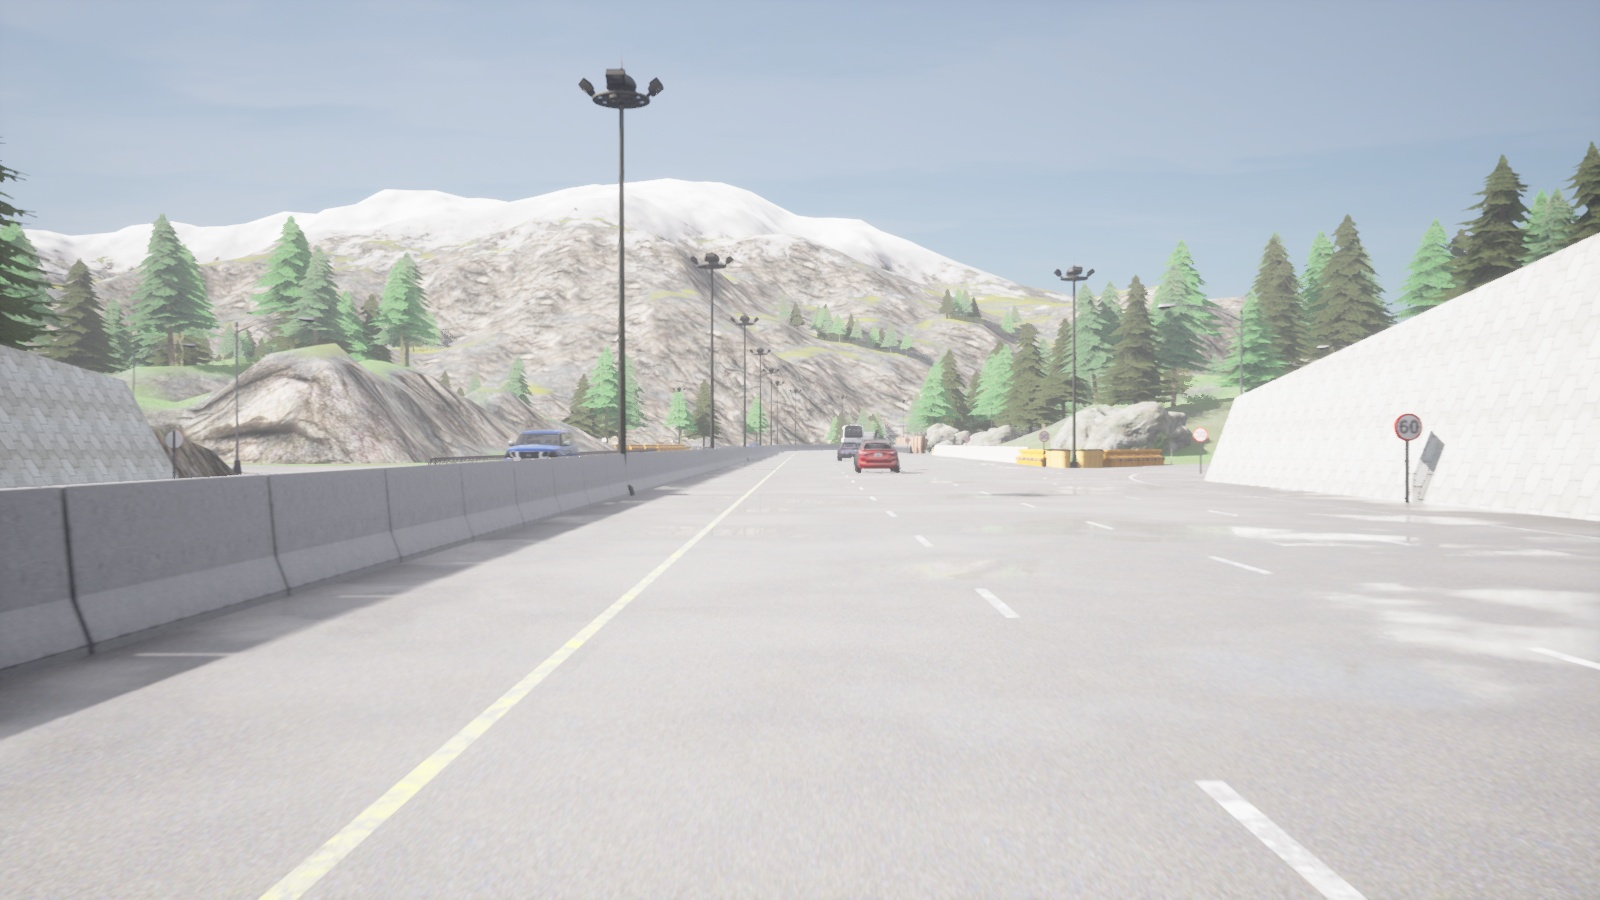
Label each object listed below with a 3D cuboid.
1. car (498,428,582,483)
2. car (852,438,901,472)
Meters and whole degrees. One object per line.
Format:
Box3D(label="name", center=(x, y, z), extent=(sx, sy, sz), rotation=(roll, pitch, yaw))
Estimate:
Box3D(label="car", center=(-10.202, 0.177, 49.669), extent=(2.150, 2.045, 5.566), rotation=(0, 0, 0))
Box3D(label="car", center=(3.881, 0.231, 64.320), extent=(2.242, 1.667, 4.611), rotation=(0, 0, 0))
